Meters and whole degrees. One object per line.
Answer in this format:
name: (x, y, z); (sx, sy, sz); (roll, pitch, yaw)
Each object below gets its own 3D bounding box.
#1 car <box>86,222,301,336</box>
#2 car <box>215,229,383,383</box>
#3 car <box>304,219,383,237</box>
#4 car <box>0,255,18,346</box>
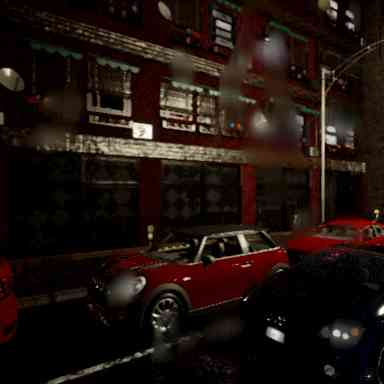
car: (0.059, 1.433, 6.602); (4.097, 1.590, 1.967); (0, 0, -36)
car: (2.648, 1.556, 5.202); (4.181, 1.385, 1.994); (0, 0, -35)
car: (4.647, 1.527, 9.877); (4.507, 1.381, 1.887); (0, 0, -36)
car: (-4.528, 1.319, 3.327); (5.009, 1.841, 2.192); (0, 0, -36)
